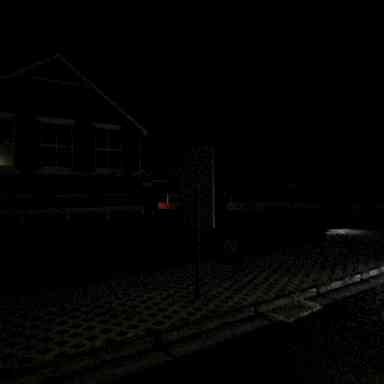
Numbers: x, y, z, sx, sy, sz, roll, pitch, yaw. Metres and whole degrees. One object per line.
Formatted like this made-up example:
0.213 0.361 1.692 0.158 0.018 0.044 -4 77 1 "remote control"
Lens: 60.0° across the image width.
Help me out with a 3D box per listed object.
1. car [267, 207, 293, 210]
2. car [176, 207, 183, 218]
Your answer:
6.781 1.877 23.891 1.837 1.490 4.892 -1 -1 -43 "car"
-0.179 2.085 31.118 5.008 1.535 1.882 -2 -1 44 "car"
